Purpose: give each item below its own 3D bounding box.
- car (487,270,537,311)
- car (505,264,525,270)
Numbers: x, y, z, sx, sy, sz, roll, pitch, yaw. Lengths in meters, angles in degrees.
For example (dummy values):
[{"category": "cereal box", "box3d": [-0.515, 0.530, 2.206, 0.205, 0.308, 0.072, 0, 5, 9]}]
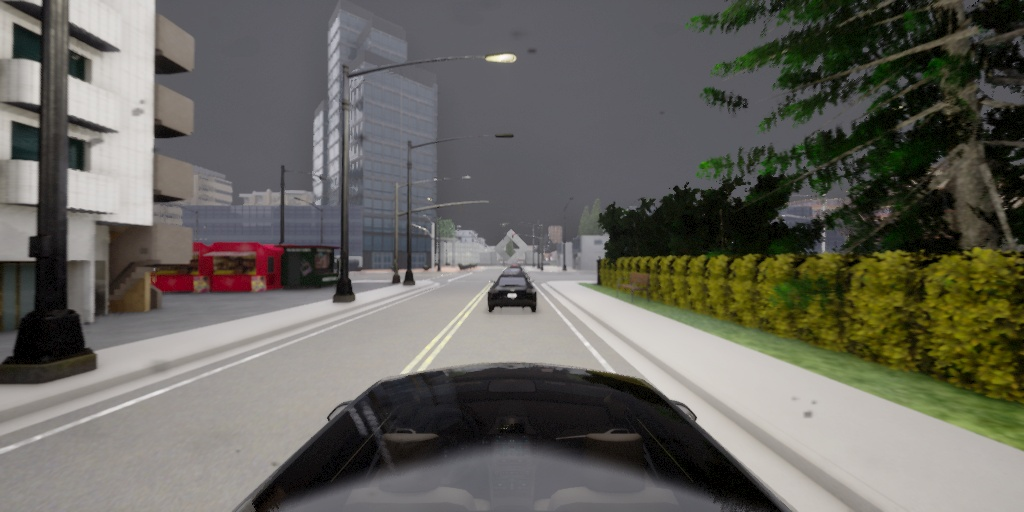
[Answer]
[{"category": "car", "box3d": [0.025, 1.460, 15.377, 1.994, 1.385, 4.181, 0, -1, 0]}, {"category": "car", "box3d": [0.269, 1.592, 29.249, 2.033, 1.411, 5.357, 0, -1, 9]}]
